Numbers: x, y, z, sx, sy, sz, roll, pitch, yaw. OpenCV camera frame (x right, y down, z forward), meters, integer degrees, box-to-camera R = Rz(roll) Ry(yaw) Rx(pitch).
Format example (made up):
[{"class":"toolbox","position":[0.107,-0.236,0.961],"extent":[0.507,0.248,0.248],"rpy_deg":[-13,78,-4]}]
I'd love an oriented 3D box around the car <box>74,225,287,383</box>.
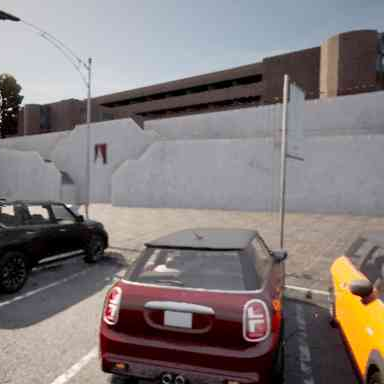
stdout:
[{"class":"car","position":[0.425,1.351,5.461],"extent":[2.185,1.767,4.553],"rpy_deg":[0,-1,16]}]

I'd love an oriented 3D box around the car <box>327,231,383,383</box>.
[{"class":"car","position":[2.891,1.364,3.777],"extent":[2.185,1.767,4.553],"rpy_deg":[1,0,16]}]

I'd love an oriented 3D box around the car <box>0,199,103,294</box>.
[{"class":"car","position":[-4.446,1.211,9.010],"extent":[2.435,2.045,5.566],"rpy_deg":[0,-1,16]}]
